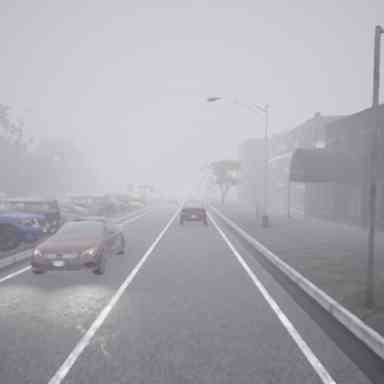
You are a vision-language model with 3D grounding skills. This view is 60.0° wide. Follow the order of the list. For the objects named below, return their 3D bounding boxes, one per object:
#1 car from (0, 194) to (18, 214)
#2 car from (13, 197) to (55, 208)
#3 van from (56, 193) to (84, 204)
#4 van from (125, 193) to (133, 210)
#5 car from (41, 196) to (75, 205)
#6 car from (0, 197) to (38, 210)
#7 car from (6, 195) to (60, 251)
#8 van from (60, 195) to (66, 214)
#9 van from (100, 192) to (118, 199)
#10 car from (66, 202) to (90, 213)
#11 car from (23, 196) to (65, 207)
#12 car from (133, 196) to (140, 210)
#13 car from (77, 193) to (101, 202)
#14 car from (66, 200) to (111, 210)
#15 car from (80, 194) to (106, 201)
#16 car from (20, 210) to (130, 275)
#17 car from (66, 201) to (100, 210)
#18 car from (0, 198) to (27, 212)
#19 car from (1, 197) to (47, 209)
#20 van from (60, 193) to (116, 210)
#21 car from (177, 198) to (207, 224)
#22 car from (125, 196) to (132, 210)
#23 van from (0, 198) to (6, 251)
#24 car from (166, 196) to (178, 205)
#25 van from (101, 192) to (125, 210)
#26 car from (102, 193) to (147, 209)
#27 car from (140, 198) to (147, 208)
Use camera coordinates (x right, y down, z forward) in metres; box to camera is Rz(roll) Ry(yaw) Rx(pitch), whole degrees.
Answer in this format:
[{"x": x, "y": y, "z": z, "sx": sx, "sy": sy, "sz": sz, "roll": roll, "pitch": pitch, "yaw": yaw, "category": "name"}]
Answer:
[{"x": -22.013, "y": 1.215, "z": 35.533, "sx": 5.566, "sy": 2.045, "sz": 2.435, "roll": 0, "pitch": 0, "yaw": 0, "category": "car"}, {"x": -22.083, "y": 1.433, "z": 46.637, "sx": 4.792, "sy": 1.488, "sz": 2.163, "roll": 0, "pitch": 0, "yaw": 0, "category": "car"}, {"x": -22.185, "y": 1.100, "z": 60.512, "sx": 4.442, "sy": 1.987, "sz": 1.878, "roll": 0, "pitch": 0, "yaw": 0, "category": "van"}, {"x": -9.080, "y": 1.234, "z": 36.334, "sx": 4.442, "sy": 1.987, "sz": 1.878, "roll": 0, "pitch": 0, "yaw": 0, "category": "van"}, {"x": -22.033, "y": 1.386, "z": 54.964, "sx": 4.792, "sy": 1.488, "sz": 2.163, "roll": 0, "pitch": 0, "yaw": 0, "category": "car"}, {"x": -22.053, "y": 1.435, "z": 41.086, "sx": 5.008, "sy": 1.535, "sz": 2.097, "roll": 0, "pitch": 0, "yaw": 0, "category": "car"}, {"x": -8.911, "y": 1.260, "z": 13.901, "sx": 5.566, "sy": 2.045, "sz": 2.435, "roll": 0, "pitch": 0, "yaw": 0, "category": "car"}, {"x": -9.059, "y": 1.291, "z": 16.701, "sx": 4.442, "sy": 1.987, "sz": 1.878, "roll": 0, "pitch": 0, "yaw": 0, "category": "van"}, {"x": -21.981, "y": 0.957, "z": 88.266, "sx": 4.442, "sy": 1.987, "sz": 1.878, "roll": 0, "pitch": 0, "yaw": 0, "category": "van"}, {"x": -8.951, "y": 1.518, "z": 19.509, "sx": 4.892, "sy": 1.521, "sz": 2.231, "roll": 0, "pitch": 0, "yaw": 0, "category": "car"}, {"x": -21.871, "y": 1.385, "z": 49.412, "sx": 5.366, "sy": 1.575, "sz": 1.946, "roll": 0, "pitch": 0, "yaw": 0, "category": "car"}, {"x": -8.969, "y": 1.484, "z": 39.139, "sx": 4.674, "sy": 1.452, "sz": 2.002, "roll": 0, "pitch": 0, "yaw": 0, "category": "car"}, {"x": -22.112, "y": 1.140, "z": 71.616, "sx": 4.553, "sy": 1.767, "sz": 2.185, "roll": 0, "pitch": 0, "yaw": 0, "category": "car"}, {"x": -8.980, "y": 1.541, "z": 25.120, "sx": 4.792, "sy": 1.488, "sz": 2.163, "roll": 0, "pitch": 0, "yaw": 0, "category": "car"}, {"x": -22.089, "y": 1.251, "z": 74.393, "sx": 5.008, "sy": 1.535, "sz": 2.097, "roll": 0, "pitch": 0, "yaw": 0, "category": "car"}, {"x": -3.333, "y": 1.535, "z": 10.640, "sx": 1.812, "sy": 1.442, "sz": 4.674, "roll": 0, "pitch": 0, "yaw": 0, "category": "car"}, {"x": -8.945, "y": 1.556, "z": 22.312, "sx": 4.674, "sy": 1.452, "sz": 2.002, "roll": 0, "pitch": 0, "yaw": 0, "category": "car"}, {"x": -22.050, "y": 1.450, "z": 38.310, "sx": 5.008, "sy": 1.535, "sz": 2.097, "roll": 0, "pitch": 0, "yaw": 0, "category": "car"}, {"x": -22.057, "y": 1.420, "z": 43.862, "sx": 4.892, "sy": 1.521, "sz": 2.231, "roll": 0, "pitch": 0, "yaw": 0, "category": "car"}, {"x": -9.071, "y": 1.275, "z": 27.922, "sx": 4.442, "sy": 1.987, "sz": 1.878, "roll": 0, "pitch": 0, "yaw": 0, "category": "van"}, {"x": 0.107, "y": 1.473, "z": 24.887, "sx": 1.882, "sy": 1.535, "sz": 5.008, "roll": 0, "pitch": 0, "yaw": 0, "category": "car"}, {"x": -8.955, "y": 1.476, "z": 33.532, "sx": 5.008, "sy": 1.535, "sz": 2.097, "roll": 0, "pitch": 0, "yaw": 0, "category": "car"}, {"x": -9.053, "y": 1.279, "z": 11.097, "sx": 4.442, "sy": 1.987, "sz": 1.878, "roll": 0, "pitch": 0, "yaw": 0, "category": "van"}, {"x": -3.292, "y": 1.396, "z": 54.876, "sx": 1.812, "sy": 1.442, "sz": 4.674, "roll": 0, "pitch": 0, "yaw": 0, "category": "car"}, {"x": -8.840, "y": 1.265, "z": 30.724, "sx": 4.442, "sy": 1.987, "sz": 1.878, "roll": 0, "pitch": 0, "yaw": 0, "category": "van"}, {"x": -8.944, "y": 1.161, "z": 44.744, "sx": 5.566, "sy": 2.045, "sz": 2.435, "roll": 0, "pitch": 0, "yaw": 0, "category": "car"}, {"x": -8.784, "y": 1.425, "z": 41.942, "sx": 5.366, "sy": 1.575, "sz": 1.946, "roll": 0, "pitch": 0, "yaw": 0, "category": "car"}]
